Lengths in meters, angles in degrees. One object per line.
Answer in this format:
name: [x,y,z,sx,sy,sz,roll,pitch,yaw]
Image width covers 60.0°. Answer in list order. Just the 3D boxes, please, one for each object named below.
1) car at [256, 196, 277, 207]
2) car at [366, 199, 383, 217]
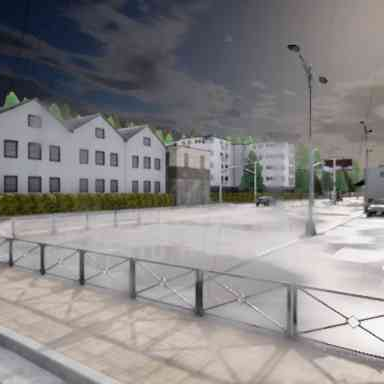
car: [10.604,1.307,47.179,1.837,1.490,4.892,0,0,32]
car: [15.354,1.297,26.859,2.007,1.523,4.514,0,0,35]
